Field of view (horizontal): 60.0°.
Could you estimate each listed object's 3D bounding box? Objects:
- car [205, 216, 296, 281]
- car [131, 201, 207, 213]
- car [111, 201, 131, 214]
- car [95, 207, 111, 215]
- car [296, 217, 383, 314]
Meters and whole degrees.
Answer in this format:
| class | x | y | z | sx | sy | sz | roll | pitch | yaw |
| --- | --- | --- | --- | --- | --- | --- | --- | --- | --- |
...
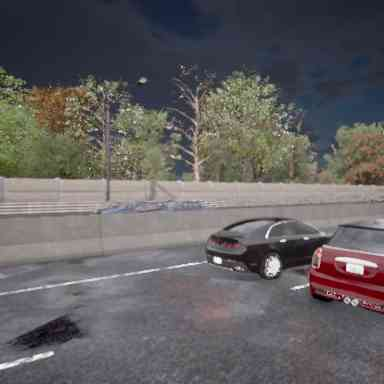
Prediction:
| class | x | y | z | sx | sy | sz | roll | pitch | yaw |
| --- | --- | --- | --- | --- | --- | --- | --- | --- | --- |
| car | 2.630 | 1.497 | 9.920 | 4.892 | 1.490 | 1.837 | 0 | 0 | -35 |
| car | -0.733 | 1.247 | 20.542 | 5.357 | 1.411 | 2.033 | 0 | 0 | -35 |
| car | -2.767 | 1.517 | 23.391 | 4.902 | 1.511 | 2.128 | 0 | 0 | -35 |
| car | -4.799 | 1.448 | 26.240 | 5.357 | 1.411 | 2.033 | 0 | 0 | -35 |
| car | 4.550 | 1.344 | 6.993 | 4.553 | 1.767 | 2.097 | 0 | 0 | -35 |
